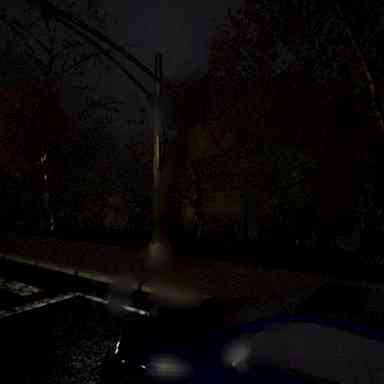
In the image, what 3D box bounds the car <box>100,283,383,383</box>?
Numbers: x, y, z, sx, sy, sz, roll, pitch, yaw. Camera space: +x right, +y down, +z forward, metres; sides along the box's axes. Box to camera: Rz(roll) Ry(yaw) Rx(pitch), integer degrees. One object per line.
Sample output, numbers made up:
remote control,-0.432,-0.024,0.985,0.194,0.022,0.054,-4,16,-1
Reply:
car,1.127,1.564,2.879,4.181,1.385,1.994,0,0,35
